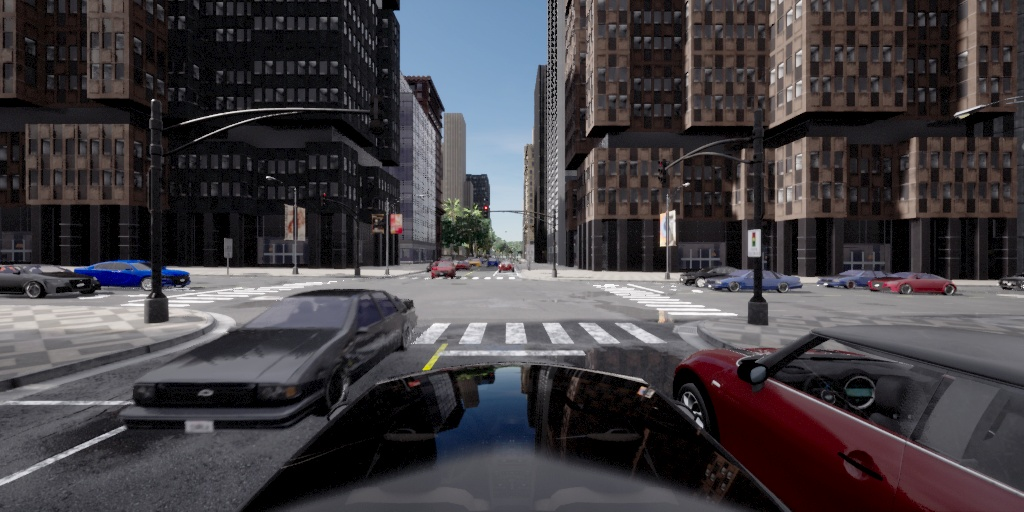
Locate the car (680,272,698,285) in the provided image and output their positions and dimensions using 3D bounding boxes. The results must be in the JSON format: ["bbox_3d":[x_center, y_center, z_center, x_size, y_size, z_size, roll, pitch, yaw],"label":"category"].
[{"bbox_3d":[14.707,1.459,25.809,5.008,1.535,1.882,1,0,-1],"label":"car"}]

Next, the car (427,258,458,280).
[{"bbox_3d":[-6.018,1.205,31.453,1.882,1.535,5.008,0,0,-8],"label":"car"}]

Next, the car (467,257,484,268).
[{"bbox_3d":[-6.638,1.282,64.095,1.882,1.535,5.008,0,0,0],"label":"car"}]

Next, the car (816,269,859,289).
[{"bbox_3d":[25.306,1.682,25.886,5.357,1.411,2.033,1,0,0],"label":"car"}]

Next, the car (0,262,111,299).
[{"bbox_3d":[-20.784,1.053,15.609,4.181,1.385,1.994,1,0,0],"label":"car"}]

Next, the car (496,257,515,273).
[{"bbox_3d":[-0.658,1.197,43.832,1.967,1.591,4.097,0,0,0],"label":"car"}]

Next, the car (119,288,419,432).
[{"bbox_3d":[-3.091,1.297,6.210,2.033,1.411,5.357,0,0,0],"label":"car"}]

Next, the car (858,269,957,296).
[{"bbox_3d":[25.061,1.699,22.616,4.181,1.385,1.994,1,0,1],"label":"car"}]

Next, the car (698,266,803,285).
[{"bbox_3d":[15.101,1.539,22.562,5.357,1.411,2.033,1,0,0],"label":"car"}]

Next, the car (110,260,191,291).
[{"bbox_3d":[-19.850,0.976,18.864,5.008,1.535,1.882,1,0,0],"label":"car"}]

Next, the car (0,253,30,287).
[{"bbox_3d":[-28.962,0.722,18.800,4.553,1.767,2.097,1,0,0],"label":"car"}]

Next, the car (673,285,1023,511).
[{"bbox_3d":[2.763,1.190,2.445,1.967,1.591,4.097,0,0,0],"label":"car"}]

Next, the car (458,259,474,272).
[{"bbox_3d":[-6.547,1.366,47.362,1.895,1.301,4.718,0,0,0],"label":"car"}]

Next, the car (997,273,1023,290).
[{"bbox_3d":[38.409,1.830,25.955,4.892,1.490,1.837,1,0,0],"label":"car"}]
